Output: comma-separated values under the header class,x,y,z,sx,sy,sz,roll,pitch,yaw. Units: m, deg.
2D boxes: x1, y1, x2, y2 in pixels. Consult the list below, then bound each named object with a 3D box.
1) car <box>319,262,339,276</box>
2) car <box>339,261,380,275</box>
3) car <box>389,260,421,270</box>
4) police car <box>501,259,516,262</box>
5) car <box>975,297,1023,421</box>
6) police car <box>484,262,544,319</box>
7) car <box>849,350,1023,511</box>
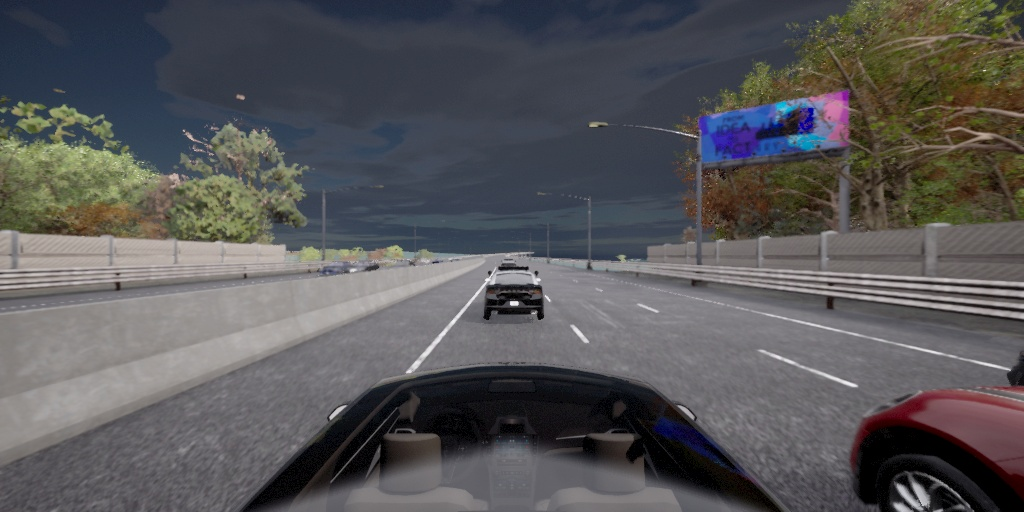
class,x,y,z,sx,sy,sz,roll,pitch,yaw
car,-17.979,1.286,37.476,2.033,1.411,5.357,0,0,-1
car,-14.431,1.231,34.942,2.128,1.511,4.902,0,0,-1
car,-10.956,1.243,36.328,1.837,1.490,4.892,0,0,-1
police car,-0.431,1.154,43.956,1.930,1.638,5.238,0,0,-1
car,7.092,1.274,2.452,1.812,1.442,4.674,0,0,0
police car,0.050,1.174,13.014,1.930,1.638,5.238,0,0,0
car,3.595,1.102,0.777,2.097,1.767,4.553,0,0,0
